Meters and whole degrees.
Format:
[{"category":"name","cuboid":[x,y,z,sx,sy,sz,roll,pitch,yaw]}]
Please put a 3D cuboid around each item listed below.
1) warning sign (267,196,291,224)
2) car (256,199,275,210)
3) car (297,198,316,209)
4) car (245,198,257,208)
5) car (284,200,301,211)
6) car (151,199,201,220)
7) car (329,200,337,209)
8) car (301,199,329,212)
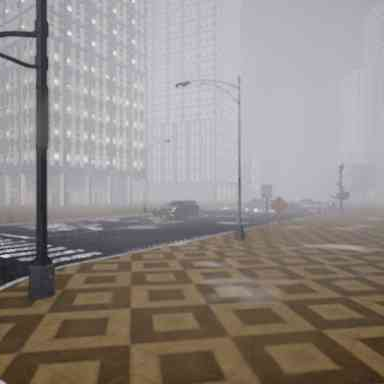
[{"category":"warning sign","cuboid":[6.138,1.224,23.420,1.300,1.860,1.060,0,0,34]},{"category":"car","cuboid":[11.420,1.789,48.258,1.812,1.442,4.674,0,-1,33]},{"category":"car","cuboid":[18.380,1.780,53.240,1.882,1.535,5.008,0,0,31]},{"category":"car","cuboid":[10.005,1.795,52.036,1.837,1.490,4.892,0,-1,32]},{"category":"car","cuboid":[13.174,1.849,44.834,1.895,1.301,4.718,0,0,33]},{"category":"car","cuboid":[-1.124,1.480,29.562,2.097,1.767,4.553,0,-1,34]},{"category":"car","cuboid":[21.178,1.899,51.585,1.895,1.301,4.718,0,0,31]},{"category":"car","cuboid":[16.087,1.847,43.356,1.895,1.301,4.718,0,0,33]}]
